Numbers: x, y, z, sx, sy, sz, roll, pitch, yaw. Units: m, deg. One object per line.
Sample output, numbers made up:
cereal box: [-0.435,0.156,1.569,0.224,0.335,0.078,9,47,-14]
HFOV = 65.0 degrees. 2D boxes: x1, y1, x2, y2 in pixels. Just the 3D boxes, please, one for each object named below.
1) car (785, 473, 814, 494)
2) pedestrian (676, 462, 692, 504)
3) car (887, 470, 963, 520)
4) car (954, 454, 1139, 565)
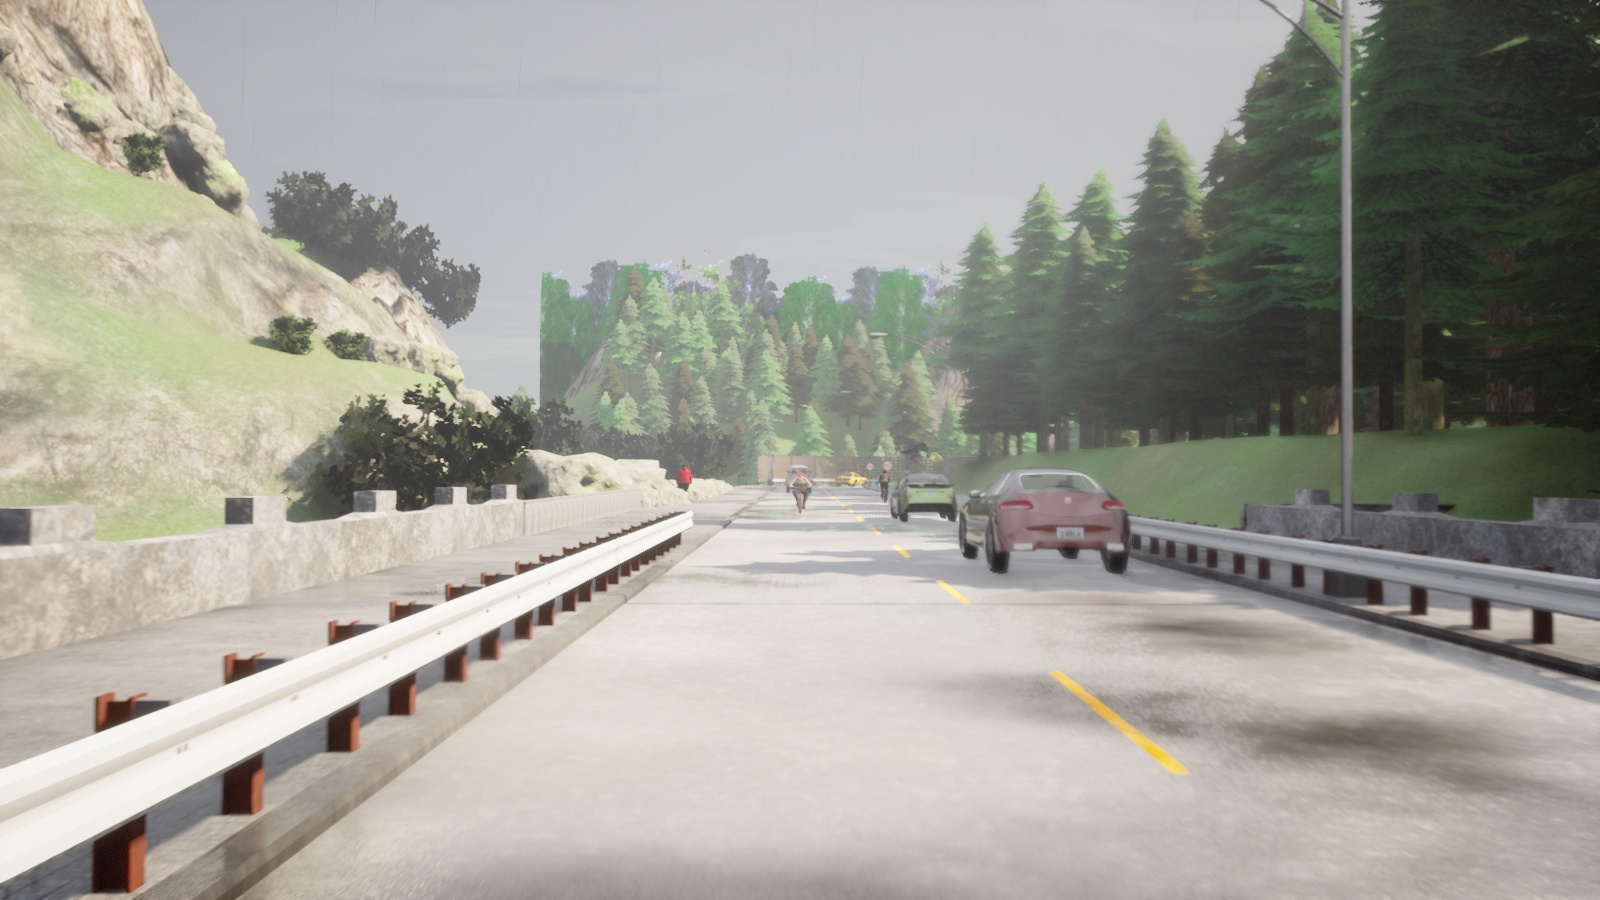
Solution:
car: [-0.039,2.357,89.293,2.033,1.411,5.357,0,-1,0]
pedestrian: [-5.190,1.484,56.088,0.634,1.844,0.899,0,-1,-1]
car: [3.986,1.427,40.741,2.007,1.525,4.514,0,-1,0]
car: [3.994,0.934,21.299,2.152,1.651,5.027,0,-1,0]
